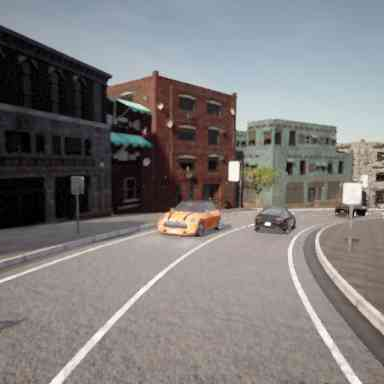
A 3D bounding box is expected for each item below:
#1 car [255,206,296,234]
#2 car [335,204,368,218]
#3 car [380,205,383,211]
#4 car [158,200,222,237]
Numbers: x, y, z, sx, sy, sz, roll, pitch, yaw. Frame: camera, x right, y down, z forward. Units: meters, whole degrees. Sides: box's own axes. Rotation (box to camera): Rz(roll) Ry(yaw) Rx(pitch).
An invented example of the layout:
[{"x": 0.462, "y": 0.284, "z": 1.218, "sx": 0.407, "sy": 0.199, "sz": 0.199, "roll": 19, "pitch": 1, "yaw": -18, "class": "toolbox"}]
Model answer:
[{"x": 5.112, "y": 1.600, "z": 20.188, "sx": 1.812, "sy": 1.442, "sz": 4.674, "roll": 3, "pitch": 0, "yaw": 25, "class": "car"}, {"x": 17.380, "y": 1.928, "z": 36.089, "sx": 5.008, "sy": 1.535, "sz": 1.882, "roll": 2, "pitch": 2, "yaw": -42, "class": "car"}, {"x": 29.197, "y": 2.194, "z": 47.708, "sx": 4.674, "sy": 1.442, "sz": 1.812, "roll": 2, "pitch": 4, "yaw": -25, "class": "car"}, {"x": 0.025, "y": 1.260, "z": 17.566, "sx": 2.097, "sy": 1.767, "sz": 4.553, "roll": 2, "pitch": 1, "yaw": 22, "class": "car"}]
